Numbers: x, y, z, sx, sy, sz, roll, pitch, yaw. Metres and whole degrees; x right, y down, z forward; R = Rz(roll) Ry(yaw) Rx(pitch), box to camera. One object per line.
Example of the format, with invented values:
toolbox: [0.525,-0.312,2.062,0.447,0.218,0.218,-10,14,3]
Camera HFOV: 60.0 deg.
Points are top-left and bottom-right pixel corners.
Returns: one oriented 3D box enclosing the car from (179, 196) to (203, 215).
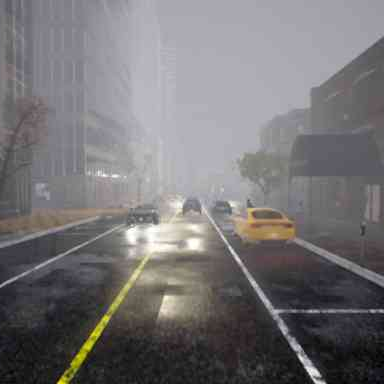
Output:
car: [0.024,1.358,32.154,1.837,1.490,4.892,0,0,1]

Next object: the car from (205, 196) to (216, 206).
car: [2.662,1.415,36.565,1.802,1.307,4.206,-1,0,0]

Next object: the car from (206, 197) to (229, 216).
car: [2.664,1.424,31.030,1.947,1.339,4.313,-1,0,0]

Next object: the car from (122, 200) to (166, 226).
car: [-3.109,1.462,22.236,1.994,1.385,4.181,0,0,0]

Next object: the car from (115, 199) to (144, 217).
car: [-5.716,1.384,30.868,1.752,1.417,4.829,-1,0,0]

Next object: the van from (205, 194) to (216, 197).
van: [2.653,1.124,47.632,1.690,1.788,3.998,-1,0,0]

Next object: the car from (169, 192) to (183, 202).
car: [-3.031,1.011,65.673,2.150,2.045,5.566,0,0,0]

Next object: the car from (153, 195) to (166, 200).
car: [-5.731,1.172,58.712,1.967,1.590,4.097,-1,0,0]

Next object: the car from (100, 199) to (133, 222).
car: [-5.714,1.409,25.333,1.752,1.417,4.829,-1,0,0]

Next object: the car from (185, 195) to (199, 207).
car: [0.024,1.263,46.965,1.882,1.535,5.008,0,0,1]

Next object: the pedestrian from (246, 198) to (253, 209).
pedestrian: [2.992,1.213,17.635,0.375,1.860,0.375,-1,1,-2]

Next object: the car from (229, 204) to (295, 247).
car: [2.993,1.411,14.646,1.882,1.535,5.008,0,0,0]
